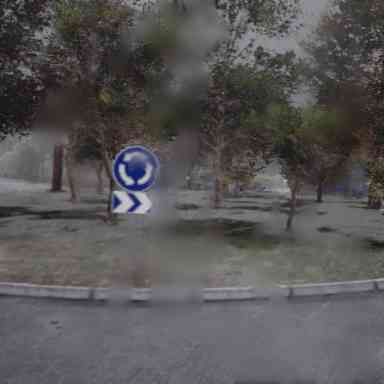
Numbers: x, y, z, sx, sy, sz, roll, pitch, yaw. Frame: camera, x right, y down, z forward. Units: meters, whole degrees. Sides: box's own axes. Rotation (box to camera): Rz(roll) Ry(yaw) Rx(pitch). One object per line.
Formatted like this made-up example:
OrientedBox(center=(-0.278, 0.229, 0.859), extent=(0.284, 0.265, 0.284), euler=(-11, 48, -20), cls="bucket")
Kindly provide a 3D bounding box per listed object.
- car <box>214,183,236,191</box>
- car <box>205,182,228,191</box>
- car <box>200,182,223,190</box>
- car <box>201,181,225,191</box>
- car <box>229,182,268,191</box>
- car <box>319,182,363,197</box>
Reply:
OrientedBox(center=(9.135, -1.383, 92.159), extent=(5.566, 2.045, 2.435), euler=(3, 1, 0), cls="car")
OrientedBox(center=(6.125, -1.421, 83.766), extent=(5.566, 2.045, 2.435), euler=(3, 0, -1), cls="car")
OrientedBox(center=(4.135, -1.208, 78.144), extent=(4.892, 1.521, 2.231), euler=(3, 1, -1), cls="car")
OrientedBox(center=(5.086, -1.443, 80.949), extent=(5.566, 2.045, 2.435), euler=(3, 1, -1), cls="car")
OrientedBox(center=(8.806, -0.799, 51.039), extent=(4.902, 1.511, 2.128), euler=(1, 0, 26), cls="car")
OrientedBox(center=(20.420, -0.341, 45.688), extent=(2.150, 2.045, 5.566), euler=(3, 2, -39), cls="car")
